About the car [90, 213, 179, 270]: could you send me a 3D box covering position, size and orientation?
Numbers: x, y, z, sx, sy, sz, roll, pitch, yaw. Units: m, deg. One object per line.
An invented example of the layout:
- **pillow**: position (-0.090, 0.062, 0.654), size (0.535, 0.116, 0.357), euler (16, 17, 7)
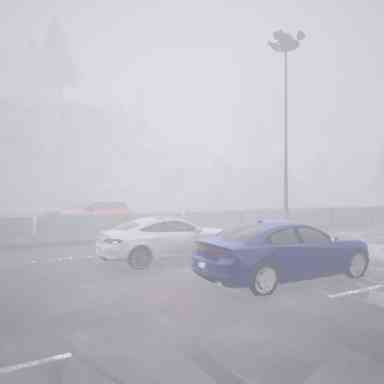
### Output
- **car**: position (-0.753, 1.516, 10.859), size (4.674, 1.442, 1.812), euler (0, 0, -28)

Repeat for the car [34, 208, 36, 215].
- **car**: position (-11.320, 1.578, 29.245), size (4.718, 1.301, 1.895), euler (0, 0, -28)

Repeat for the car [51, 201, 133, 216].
- **car**: position (-5.857, 1.336, 20.233), size (4.553, 1.767, 2.097), euler (0, 0, -28)

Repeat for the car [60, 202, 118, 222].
- **car**: position (-8.288, 1.542, 26.868), size (4.181, 1.385, 1.994), euler (0, 0, -27)

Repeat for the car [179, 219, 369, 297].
- **car**: position (2.393, 1.469, 8.574), size (5.008, 1.535, 1.882), euler (0, 0, -28)

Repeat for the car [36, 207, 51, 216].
- **car**: position (-8.018, 1.582, 23.089), size (4.718, 1.301, 1.895), euler (0, 0, -28)
